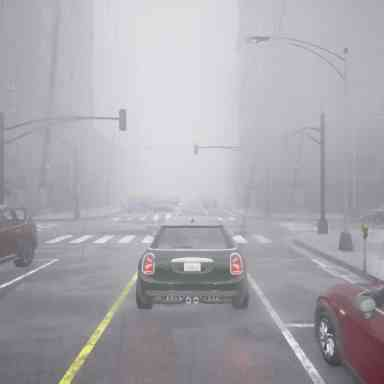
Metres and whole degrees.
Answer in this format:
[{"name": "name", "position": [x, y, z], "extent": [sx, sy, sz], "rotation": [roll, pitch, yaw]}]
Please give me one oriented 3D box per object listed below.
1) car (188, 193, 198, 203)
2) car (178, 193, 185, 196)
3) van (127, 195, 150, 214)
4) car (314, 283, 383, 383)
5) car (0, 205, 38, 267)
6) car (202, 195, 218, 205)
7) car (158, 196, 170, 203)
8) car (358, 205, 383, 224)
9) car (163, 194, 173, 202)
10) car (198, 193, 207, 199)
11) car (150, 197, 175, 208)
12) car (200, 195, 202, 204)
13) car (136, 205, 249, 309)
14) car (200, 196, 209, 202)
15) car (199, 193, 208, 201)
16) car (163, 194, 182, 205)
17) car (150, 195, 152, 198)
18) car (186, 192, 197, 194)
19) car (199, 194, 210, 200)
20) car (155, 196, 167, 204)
[{"name": "car", "position": [0.104, 1.516, 66.573], "extent": [1.812, 1.442, 4.674], "rotation": [0, 0, 0]}, {"name": "car", "position": [-2.958, 1.467, 67.582], "extent": [1.882, 1.535, 5.008], "rotation": [0, 0, 0]}, {"name": "van", "position": [-5.832, 1.337, 35.546], "extent": [1.690, 1.788, 3.998], "rotation": [0, 0, 0]}, {"name": "car", "position": [2.669, 1.440, 3.094], "extent": [1.967, 1.590, 4.097], "rotation": [0, 0, 0]}, {"name": "car", "position": [-5.853, 1.315, 8.598], "extent": [2.192, 1.841, 5.009], "rotation": [0, 0, 0]}, {"name": "car", "position": [2.702, 1.520, 46.925], "extent": [1.752, 1.417, 4.829], "rotation": [0, 0, 0]}, {"name": "car", "position": [-5.807, 1.540, 69.121], "extent": [2.008, 1.369, 4.403], "rotation": [0, 0, 0]}, {"name": "car", "position": [14.394, 1.516, 23.707], "extent": [4.674, 1.442, 1.812], "rotation": [0, 0, 1]}, {"name": "car", "position": [-5.798, 1.302, 80.312], "extent": [2.192, 1.841, 5.009], "rotation": [0, 0, 0]}, {"name": "car", "position": [2.715, 1.306, 63.538], "extent": [2.192, 1.841, 5.009], "rotation": [0, 0, 0]}, {"name": "car", "position": [-3.094, 1.543, 35.890], "extent": [2.033, 1.411, 5.357], "rotation": [0, 0, -3]}, {"name": "car", "position": [2.707, 1.544, 52.349], "extent": [2.008, 1.369, 4.403], "rotation": [0, 0, 0]}, {"name": "car", "position": [0.015, 1.352, 8.020], "extent": [2.097, 1.767, 4.553], "rotation": [0, 0, 0]}, {"name": "car", "position": [2.723, 1.570, 74.727], "extent": [1.802, 1.307, 4.206], "rotation": [0, 0, 0]}, {"name": "car", "position": [3.065, 1.211, 86.549], "extent": [2.150, 2.045, 5.566], "rotation": [0, 0, 0]}, {"name": "car", "position": [-3.053, 1.471, 52.123], "extent": [1.882, 1.535, 5.008], "rotation": [0, 0, 1]}, {"name": "car", "position": [-5.828, 1.310, 41.142], "extent": [2.192, 1.841, 5.009], "rotation": [0, 0, 0]}, {"name": "car", "position": [0.057, 1.362, 76.540], "extent": [1.812, 1.442, 4.674], "rotation": [0, 0, 0]}, {"name": "car", "position": [2.711, 1.558, 57.944], "extent": [1.947, 1.339, 4.313], "rotation": [0, 0, 0]}, {"name": "car", "position": [-5.811, 1.516, 63.355], "extent": [1.752, 1.417, 4.829], "rotation": [0, 0, 0]}]
